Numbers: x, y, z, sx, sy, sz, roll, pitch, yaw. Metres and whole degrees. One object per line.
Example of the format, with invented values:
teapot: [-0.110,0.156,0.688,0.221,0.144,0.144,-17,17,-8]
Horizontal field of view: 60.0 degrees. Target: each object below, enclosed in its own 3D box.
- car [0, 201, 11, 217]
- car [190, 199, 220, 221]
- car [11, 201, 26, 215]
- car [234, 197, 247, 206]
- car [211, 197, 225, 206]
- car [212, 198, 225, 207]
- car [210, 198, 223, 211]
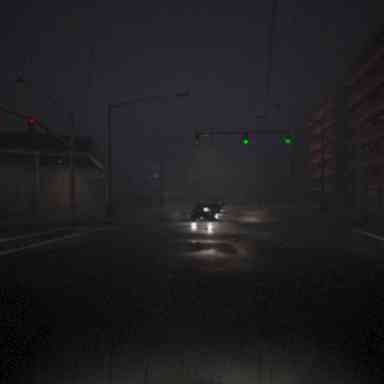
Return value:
car: [-19.125,1.508,29.386,4.611,1.667,2.242,0,0,8]
car: [1.063,1.615,28.295,2.033,1.411,5.357,0,0,7]
car: [-19.091,1.684,35.180,3.806,1.475,1.970,0,0,8]
car: [8.398,1.619,57.877,1.812,1.442,4.674,0,0,7]
car: [3.228,1.451,46.000,2.097,1.767,4.553,0,0,7]
car: [4.472,1.680,55.940,1.994,1.385,4.181,0,0,7]
car: [2.184,1.648,37.467,1.994,1.385,4.181,0,0,7]
